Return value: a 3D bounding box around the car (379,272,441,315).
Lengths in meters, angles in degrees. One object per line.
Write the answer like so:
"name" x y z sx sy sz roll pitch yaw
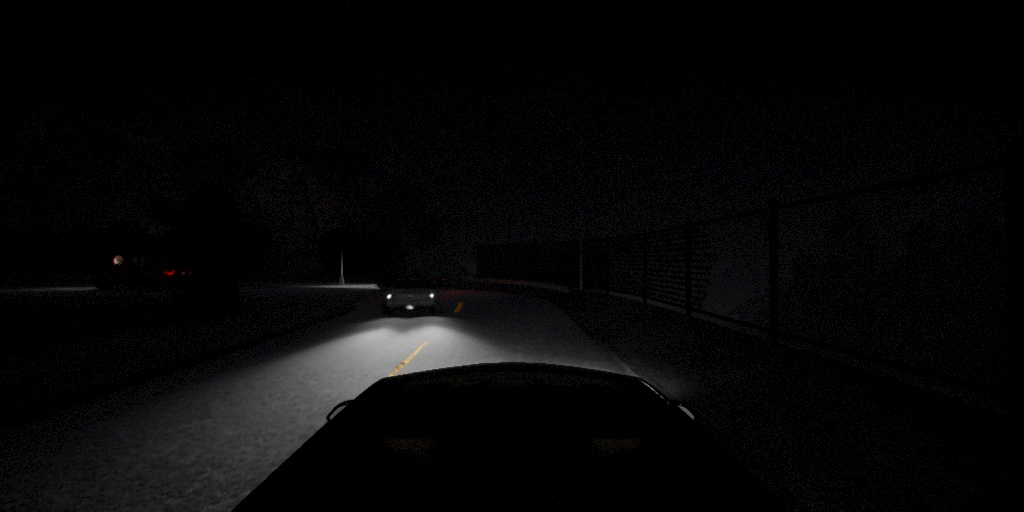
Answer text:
"car" -3.954 1.505 14.625 1.895 1.301 4.718 0 -1 -11

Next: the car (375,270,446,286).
"car" -6.911 1.619 24.286 4.718 1.301 1.895 0 -1 25

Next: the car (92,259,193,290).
"car" -25.637 1.252 25.034 5.566 2.045 2.150 0 -1 0
